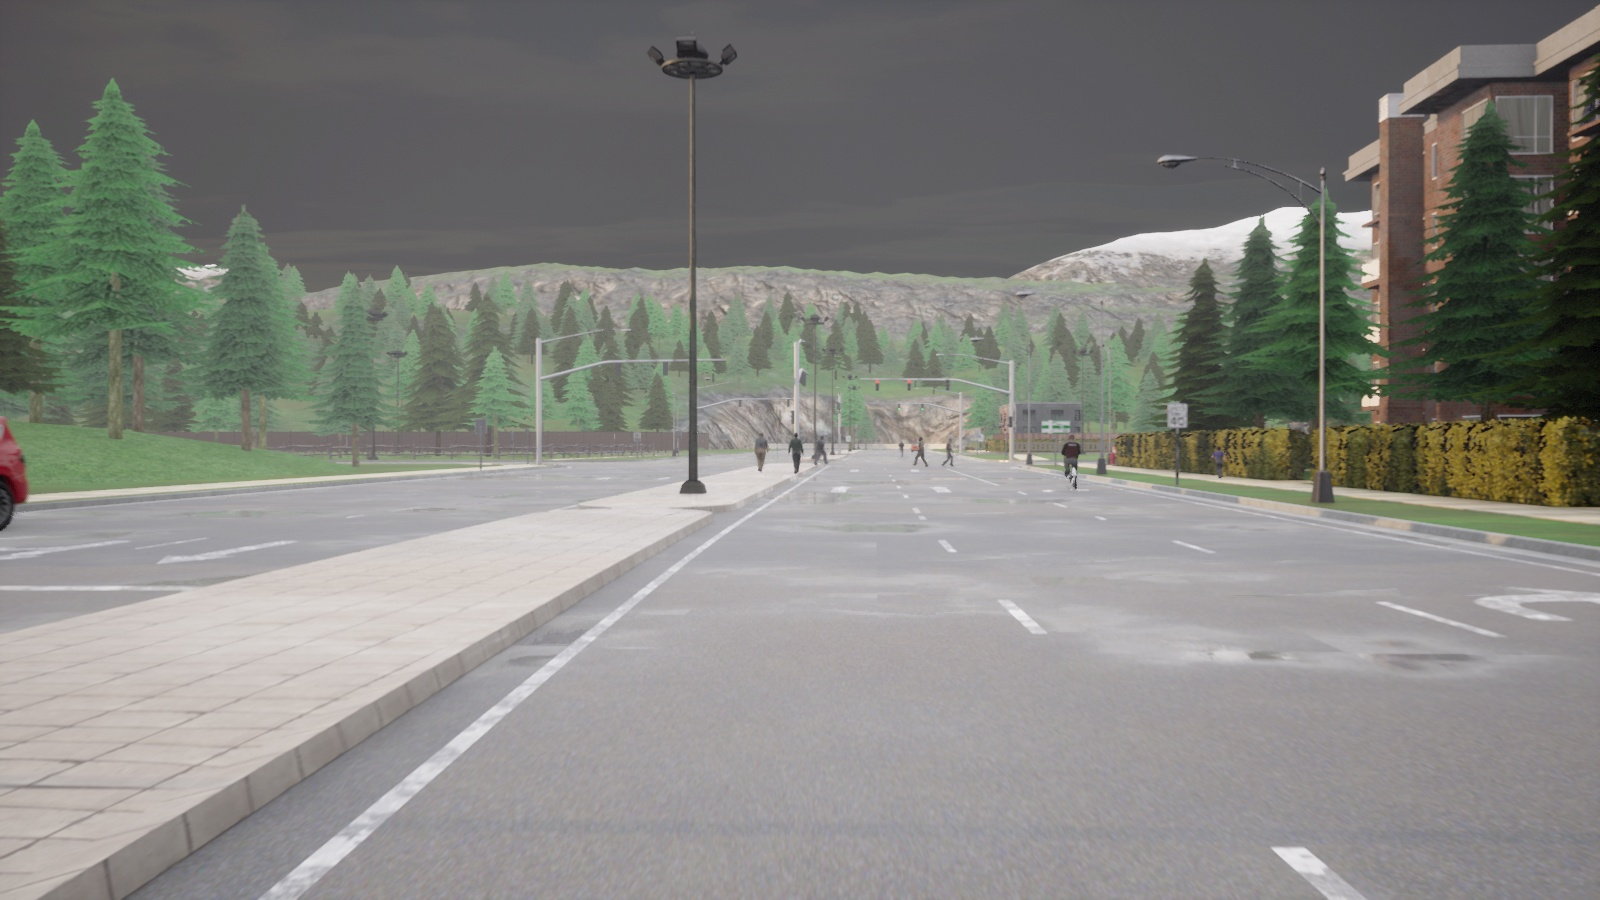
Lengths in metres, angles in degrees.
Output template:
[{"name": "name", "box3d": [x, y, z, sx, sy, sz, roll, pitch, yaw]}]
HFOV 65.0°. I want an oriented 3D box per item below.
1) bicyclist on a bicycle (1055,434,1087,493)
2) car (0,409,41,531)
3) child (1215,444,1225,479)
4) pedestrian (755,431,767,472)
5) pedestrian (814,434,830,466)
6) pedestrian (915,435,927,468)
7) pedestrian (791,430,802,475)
[{"name": "bicyclist on a bicycle", "box3d": [8.428, 0.403, 39.109, 0.659, 1.776, 1.843, 0, 1, 3]}, {"name": "car", "box3d": [-14.578, 0.345, 19.431, 2.150, 2.045, 5.566, 0, 0, 2]}, {"name": "child", "box3d": [15.377, 0.419, 45.958, 0.270, 1.263, 0.437, 0, 0, 5]}, {"name": "pedestrian", "box3d": [-1.782, 0.077, 57.298, 0.540, 1.848, 0.694, 0, 0, 1]}, {"name": "pedestrian", "box3d": [1.307, -0.009, 75.075, 0.849, 1.883, 0.563, 0, 0, -18]}, {"name": "pedestrian", "box3d": [7.168, 0.104, 74.521, 0.692, 1.930, 0.396, 0, 0, -3]}, {"name": "pedestrian", "box3d": [-0.137, 0.094, 54.450, 0.423, 1.949, 0.788, 0, 0, 4]}]
